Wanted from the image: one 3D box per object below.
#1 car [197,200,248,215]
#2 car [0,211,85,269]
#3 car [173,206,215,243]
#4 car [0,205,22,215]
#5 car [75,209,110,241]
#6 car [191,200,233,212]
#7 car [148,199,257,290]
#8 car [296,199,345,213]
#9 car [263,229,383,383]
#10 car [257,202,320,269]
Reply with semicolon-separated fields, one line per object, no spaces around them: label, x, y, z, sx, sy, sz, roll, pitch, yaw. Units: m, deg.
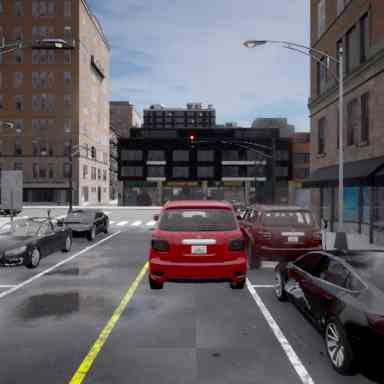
car;3.160;1.528;33.838;4.892;1.490;1.837;1;-2;-25
car;-5.388;1.550;11.055;2.008;1.369;4.403;0;0;0
car;0.092;1.525;16.972;1.812;1.442;4.674;0;0;0
car;-17.512;1.523;28.959;4.718;1.301;1.895;0;0;0
car;-5.387;1.565;16.717;1.947;1.339;4.313;0;0;0
car;2.304;1.618;39.002;4.718;1.301;1.895;0;0;0
car;0.080;1.221;9.214;2.150;2.045;5.566;0;0;-1
car;15.015;1.574;39.057;4.902;1.511;2.128;0;0;0
car;2.636;1.566;5.392;1.947;1.339;4.313;0;0;0
car;2.637;1.314;11.054;2.192;1.841;5.009;0;0;0
